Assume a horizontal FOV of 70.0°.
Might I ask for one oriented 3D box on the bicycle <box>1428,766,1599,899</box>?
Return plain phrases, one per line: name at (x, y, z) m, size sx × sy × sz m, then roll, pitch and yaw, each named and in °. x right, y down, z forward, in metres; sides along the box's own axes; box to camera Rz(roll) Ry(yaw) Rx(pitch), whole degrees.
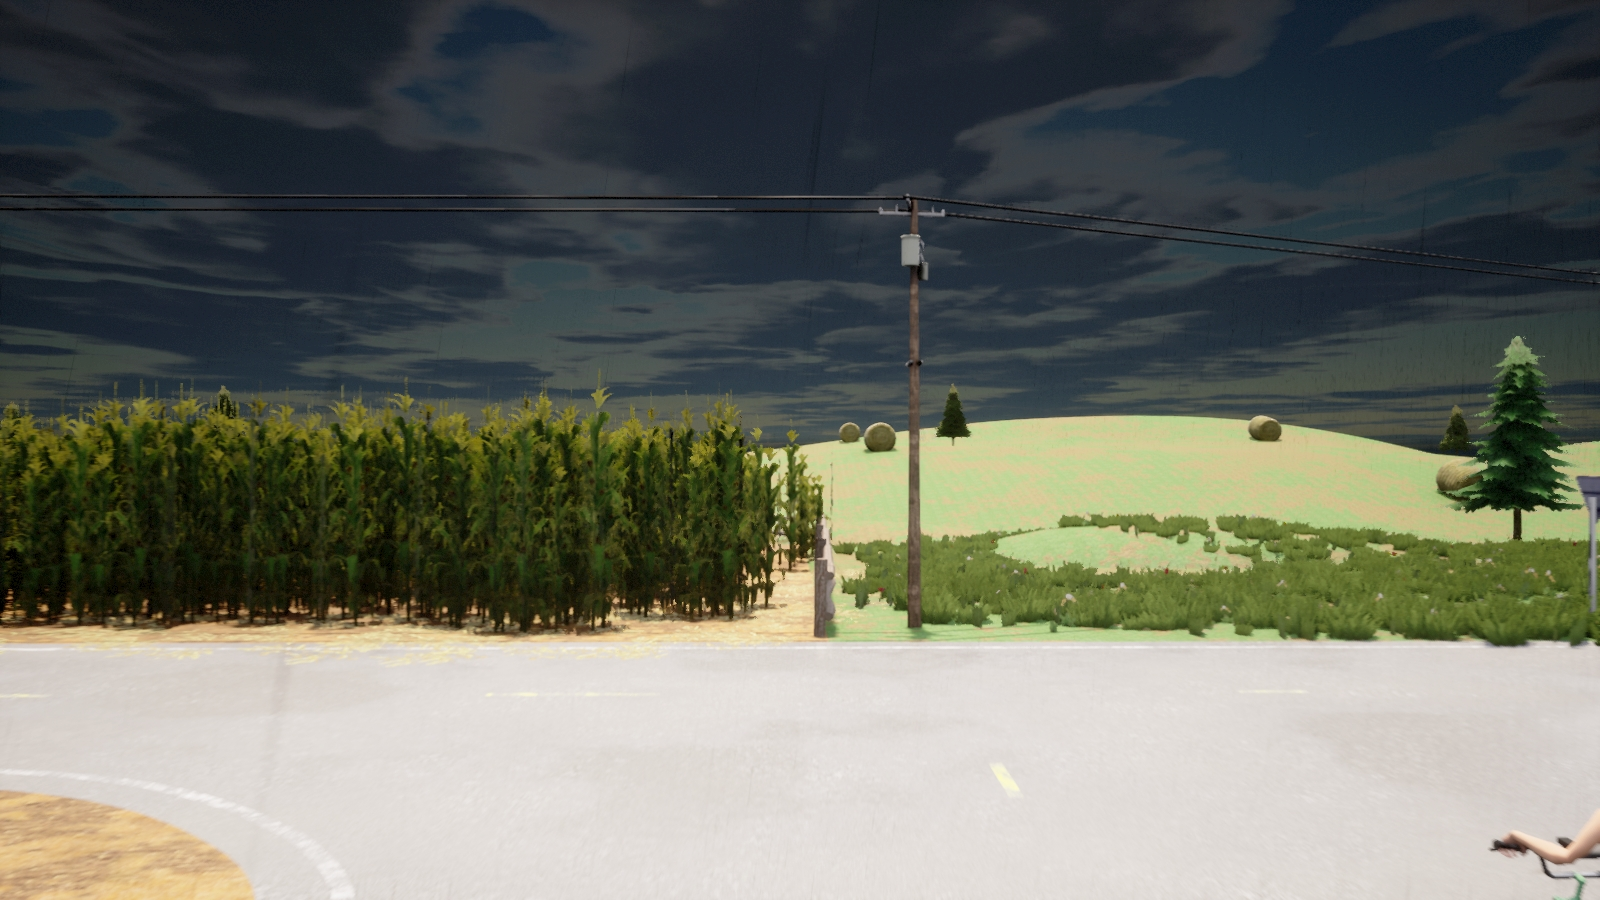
bicycle at (3.564, 2.116, 4.952) m, size 0.859 × 1.080 × 1.487 m, roll 0°, pitch 0°, yaw 0°
